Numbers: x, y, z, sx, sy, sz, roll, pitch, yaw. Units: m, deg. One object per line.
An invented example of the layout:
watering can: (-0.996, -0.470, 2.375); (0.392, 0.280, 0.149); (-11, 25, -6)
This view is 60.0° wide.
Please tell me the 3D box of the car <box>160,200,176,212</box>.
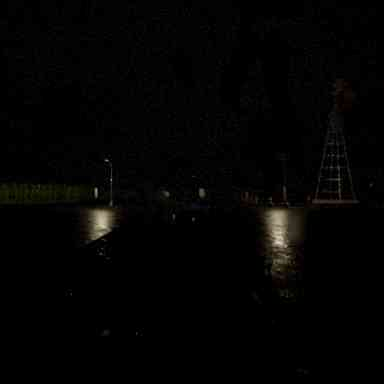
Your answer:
car: (-2.751, 1.673, 40.263); (1.895, 1.301, 4.718); (0, 0, 0)

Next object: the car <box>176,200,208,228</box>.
car: (0.098, 1.516, 22.827); (1.882, 1.535, 5.008); (0, 0, 0)

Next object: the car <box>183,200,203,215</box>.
car: (0.100, 1.602, 36.527); (2.033, 1.411, 5.357); (0, 0, 0)
